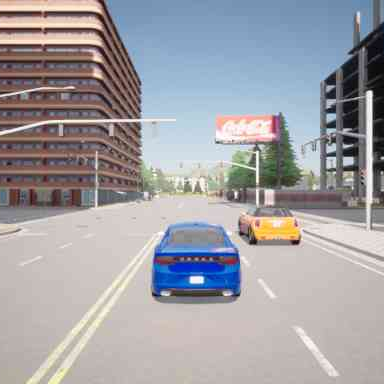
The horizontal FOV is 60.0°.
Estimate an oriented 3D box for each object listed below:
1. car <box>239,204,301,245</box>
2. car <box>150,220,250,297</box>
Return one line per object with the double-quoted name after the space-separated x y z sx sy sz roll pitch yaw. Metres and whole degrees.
3.473 1.352 15.728 2.097 1.767 4.553 0 0 0 "car"
0.085 1.478 8.639 1.882 1.535 5.008 0 0 0 "car"
